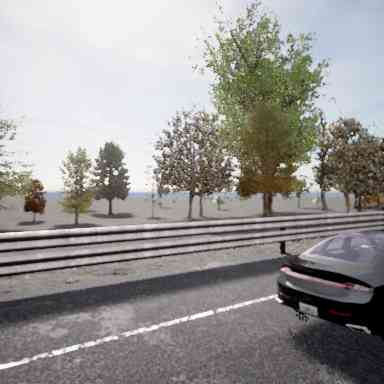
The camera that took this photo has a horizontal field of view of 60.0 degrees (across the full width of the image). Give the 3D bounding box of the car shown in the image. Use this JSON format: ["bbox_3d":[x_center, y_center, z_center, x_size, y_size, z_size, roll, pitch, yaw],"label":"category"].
[{"bbox_3d":[3.700,1.514,6.265,4.902,1.511,2.128,0,0,-35],"label":"car"}]
